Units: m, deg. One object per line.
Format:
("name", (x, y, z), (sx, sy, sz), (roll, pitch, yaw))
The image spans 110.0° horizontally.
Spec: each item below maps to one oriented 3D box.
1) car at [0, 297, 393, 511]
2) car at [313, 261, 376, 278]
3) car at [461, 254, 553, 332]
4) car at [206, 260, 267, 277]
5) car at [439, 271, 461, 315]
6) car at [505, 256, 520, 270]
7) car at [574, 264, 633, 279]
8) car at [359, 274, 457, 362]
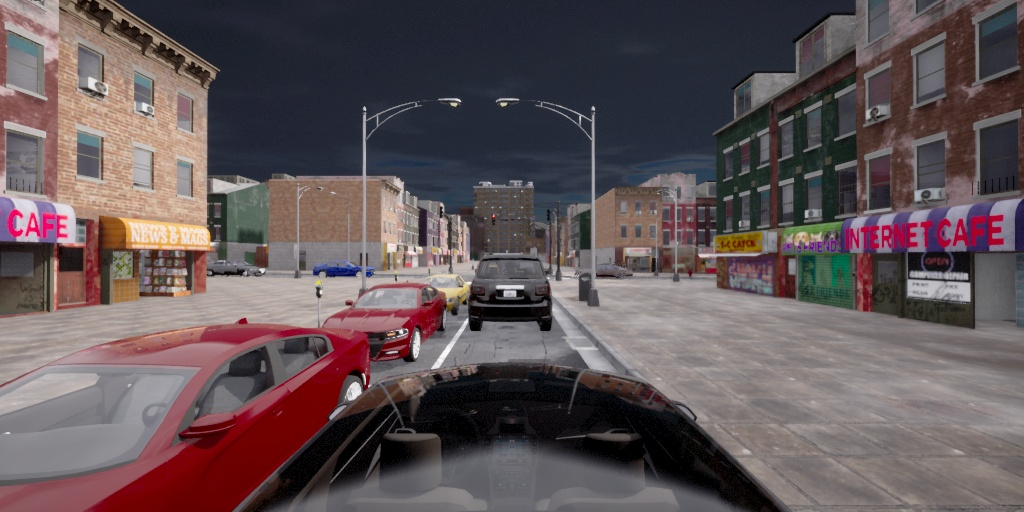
("car", (-2.636, 1.295, 2.741), (1.888, 1.381, 4.507), (0, 0, 0))
("car", (-14.357, 1.156, 30.828), (5.008, 1.535, 1.882), (0, 0, -1))
("car", (-0.019, 0.976, 11.054), (2.150, 2.045, 5.566), (0, 0, 1))
("car", (-23.856, 1.102, 30.792), (4.902, 1.511, 2.128), (0, 0, 0))
("car", (-2.626, 1.283, 13.559), (1.751, 1.417, 4.829), (0, 0, 0))
("car", (0.113, 1.059, 55.881), (2.150, 2.045, 5.566), (0, 0, 1))
("car", (8.623, 1.442, 33.995), (5.357, 1.411, 2.033), (1, 0, 2))
("car", (-2.631, 1.298, 8.235), (1.888, 1.381, 4.507), (0, 0, 0))
